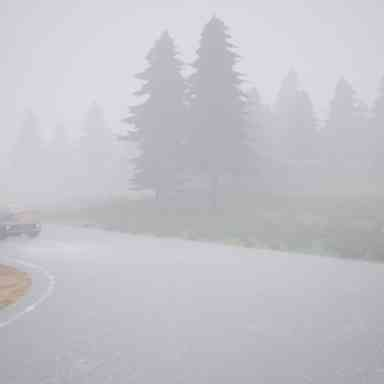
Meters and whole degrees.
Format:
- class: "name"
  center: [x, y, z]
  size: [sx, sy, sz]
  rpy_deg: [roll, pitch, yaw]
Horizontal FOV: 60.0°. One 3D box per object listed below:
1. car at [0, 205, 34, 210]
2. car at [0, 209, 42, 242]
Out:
- class: "car"
  center: [-13.589, 1.699, 25.400]
  size: [5.008, 1.535, 1.882]
  rpy_deg: [0, -1, 39]
- class: "car"
  center: [-9.950, 1.779, 17.716]
  size: [4.718, 1.301, 1.895]
  rpy_deg: [0, -1, 39]
